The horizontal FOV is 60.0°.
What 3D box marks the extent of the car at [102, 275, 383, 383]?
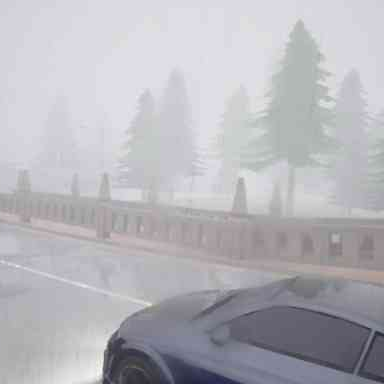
[{"bbox_3d":[1.074,1.570,3.221,4.181,1.385,1.994,0,0,35],"label":"car"}]
